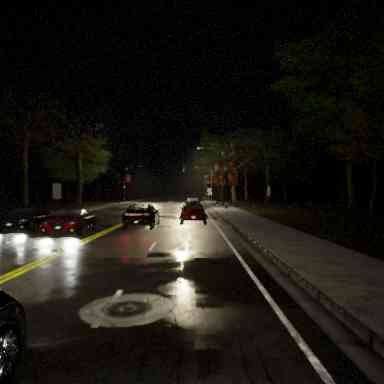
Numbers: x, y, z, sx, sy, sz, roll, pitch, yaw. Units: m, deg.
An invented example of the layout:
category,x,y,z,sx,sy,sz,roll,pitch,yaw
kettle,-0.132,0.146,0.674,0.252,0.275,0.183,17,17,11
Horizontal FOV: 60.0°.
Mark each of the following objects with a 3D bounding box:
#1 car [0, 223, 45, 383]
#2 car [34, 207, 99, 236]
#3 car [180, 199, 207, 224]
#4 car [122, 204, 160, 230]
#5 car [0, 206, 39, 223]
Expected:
category,x,y,z,sx,sy,sz,roll,pitch,yaw
car,-3.150,1.351,2.394,2.097,1.767,4.553,0,0,0
car,-6.579,1.559,18.280,1.994,1.385,4.181,0,0,0
car,0.099,1.520,24.389,1.812,1.442,4.674,0,0,0
car,-3.150,1.486,21.243,2.128,1.511,4.902,0,0,0
car,-9.823,1.558,19.825,1.994,1.385,4.181,0,0,0
